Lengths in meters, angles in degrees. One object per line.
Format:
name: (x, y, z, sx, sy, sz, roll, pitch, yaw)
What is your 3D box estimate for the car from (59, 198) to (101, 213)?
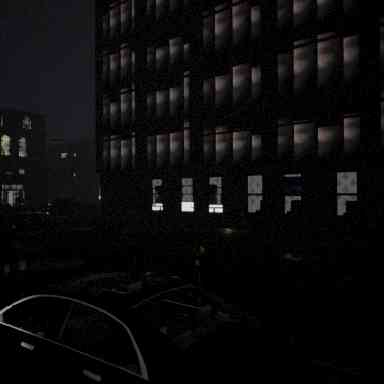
car: (-12.197, 1.683, 37.287, 1.802, 1.307, 4.206, -1, -1, 36)

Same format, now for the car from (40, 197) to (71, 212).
car: (-16.394, 1.489, 41.408, 2.097, 1.767, 4.553, 0, -1, 37)

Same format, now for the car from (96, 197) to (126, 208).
car: (-12.416, 1.643, 51.193, 1.967, 1.590, 4.097, -1, -1, 36)

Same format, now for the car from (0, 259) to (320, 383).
car: (-0.978, 1.551, 3.574, 4.403, 1.369, 2.008, 0, 0, 35)
